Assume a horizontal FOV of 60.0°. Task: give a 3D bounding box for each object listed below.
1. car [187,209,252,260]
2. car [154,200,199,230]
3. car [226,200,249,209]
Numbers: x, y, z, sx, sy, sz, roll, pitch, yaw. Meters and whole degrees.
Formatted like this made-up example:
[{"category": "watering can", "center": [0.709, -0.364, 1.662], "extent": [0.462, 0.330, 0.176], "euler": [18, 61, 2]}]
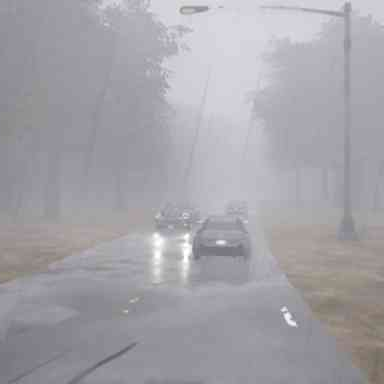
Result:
[{"category": "car", "center": [1.172, 1.552, 12.482], "extent": [1.994, 1.385, 4.181], "euler": [0, 0, 7]}, {"category": "car", "center": [-0.784, 1.306, 20.444], "extent": [2.097, 1.767, 4.553], "euler": [0, 1, 10]}, {"category": "car", "center": [4.017, 1.415, 29.391], "extent": [2.033, 1.411, 5.357], "euler": [0, 1, 10]}]
